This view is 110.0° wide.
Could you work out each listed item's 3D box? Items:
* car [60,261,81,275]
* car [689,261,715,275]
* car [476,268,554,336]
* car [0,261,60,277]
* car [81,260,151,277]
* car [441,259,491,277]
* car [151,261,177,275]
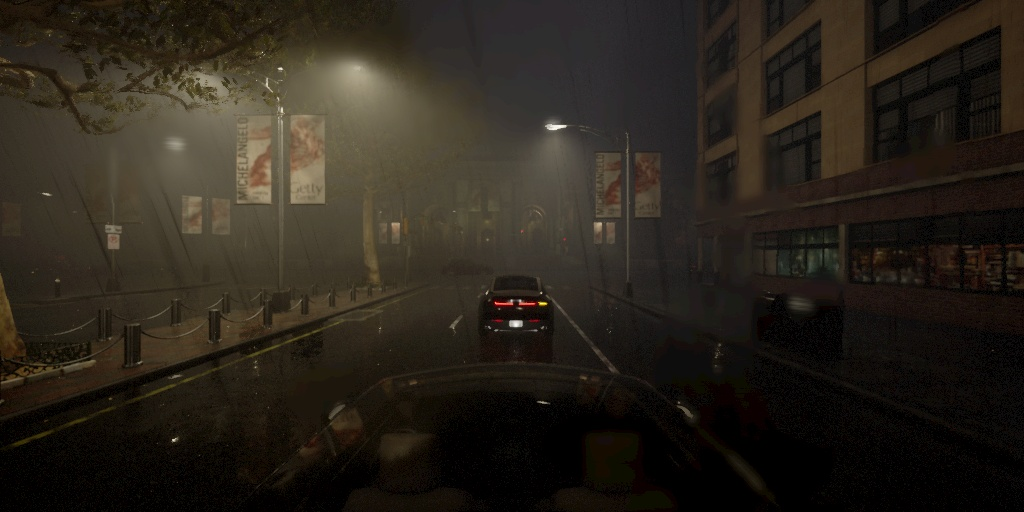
[{"bbox_3d":[-49.118,1.237,38.409,4.902,1.511,2.128,0,0,-1],"label":"car"},{"bbox_3d":[21.279,1.249,37.684,4.892,1.490,1.837,0,0,1],"label":"car"},{"bbox_3d":[0.122,1.254,10.365,1.837,1.490,4.892,0,0,1],"label":"car"},{"bbox_3d":[-47.907,1.251,34.903,4.892,1.490,1.837,0,0,-1],"label":"car"},{"bbox_3d":[-38.407,1.309,34.877,4.181,1.385,1.994,0,0,0],"label":"car"},{"bbox_3d":[-4.292,1.223,34.491,5.008,1.535,1.882,0,0,1],"label":"car"},{"bbox_3d":[-38.903,1.222,38.383,5.008,1.535,1.882,0,0,0],"label":"car"}]
